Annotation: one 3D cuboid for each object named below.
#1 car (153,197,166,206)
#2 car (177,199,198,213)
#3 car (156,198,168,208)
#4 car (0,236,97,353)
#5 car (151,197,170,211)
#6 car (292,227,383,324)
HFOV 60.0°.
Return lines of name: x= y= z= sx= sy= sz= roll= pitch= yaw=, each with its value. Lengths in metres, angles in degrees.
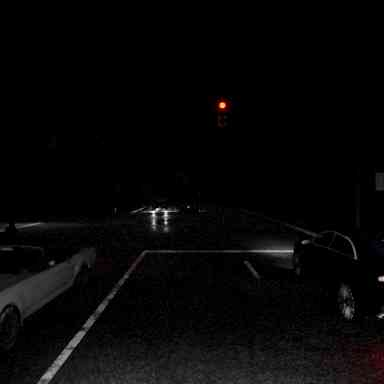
car: x=-6.247 y=1.774 z=62.873 sx=2.097 sy=1.767 sz=4.553 roll=0 pitch=-1 yaw=-10
car: x=-0.317 y=1.590 z=37.737 sx=1.994 sy=1.385 sz=4.181 roll=0 pitch=0 yaw=1
car: x=-4.751 y=1.720 z=51.921 sx=1.812 sy=1.442 sz=4.674 roll=0 pitch=-1 yaw=-6
car: x=-3.418 y=1.601 z=6.264 sx=1.895 sy=1.301 sz=4.718 roll=0 pitch=0 yaw=2
car: x=-4.071 y=1.596 z=42.803 sx=1.812 sy=1.442 sz=4.674 roll=0 pitch=-1 yaw=-3
car: x=3.583 y=1.492 z=7.098 sx=2.128 sy=1.511 sz=4.902 roll=0 pitch=0 yaw=1
